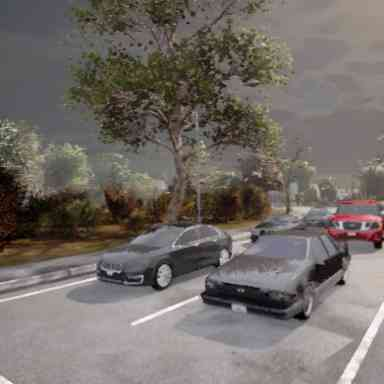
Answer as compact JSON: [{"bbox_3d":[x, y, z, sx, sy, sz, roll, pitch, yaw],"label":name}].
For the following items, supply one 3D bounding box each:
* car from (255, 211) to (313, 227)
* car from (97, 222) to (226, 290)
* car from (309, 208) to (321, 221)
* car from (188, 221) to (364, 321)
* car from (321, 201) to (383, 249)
[{"bbox_3d":[4.601,1.869,17.210,1.994,1.385,4.181,-2,-2,33],"label":"car"},{"bbox_3d":[-0.528,1.707,9.919,1.837,1.490,4.892,-2,-1,36],"label":"car"},{"bbox_3d":[9.798,2.002,25.720,1.837,1.490,4.892,-2,-2,29],"label":"car"},{"bbox_3d":[2.395,1.663,7.936,2.033,1.411,5.357,-2,-1,37],"label":"car"},{"bbox_3d":[8.202,1.459,16.311,2.150,2.045,5.566,-2,-2,33],"label":"car"}]
